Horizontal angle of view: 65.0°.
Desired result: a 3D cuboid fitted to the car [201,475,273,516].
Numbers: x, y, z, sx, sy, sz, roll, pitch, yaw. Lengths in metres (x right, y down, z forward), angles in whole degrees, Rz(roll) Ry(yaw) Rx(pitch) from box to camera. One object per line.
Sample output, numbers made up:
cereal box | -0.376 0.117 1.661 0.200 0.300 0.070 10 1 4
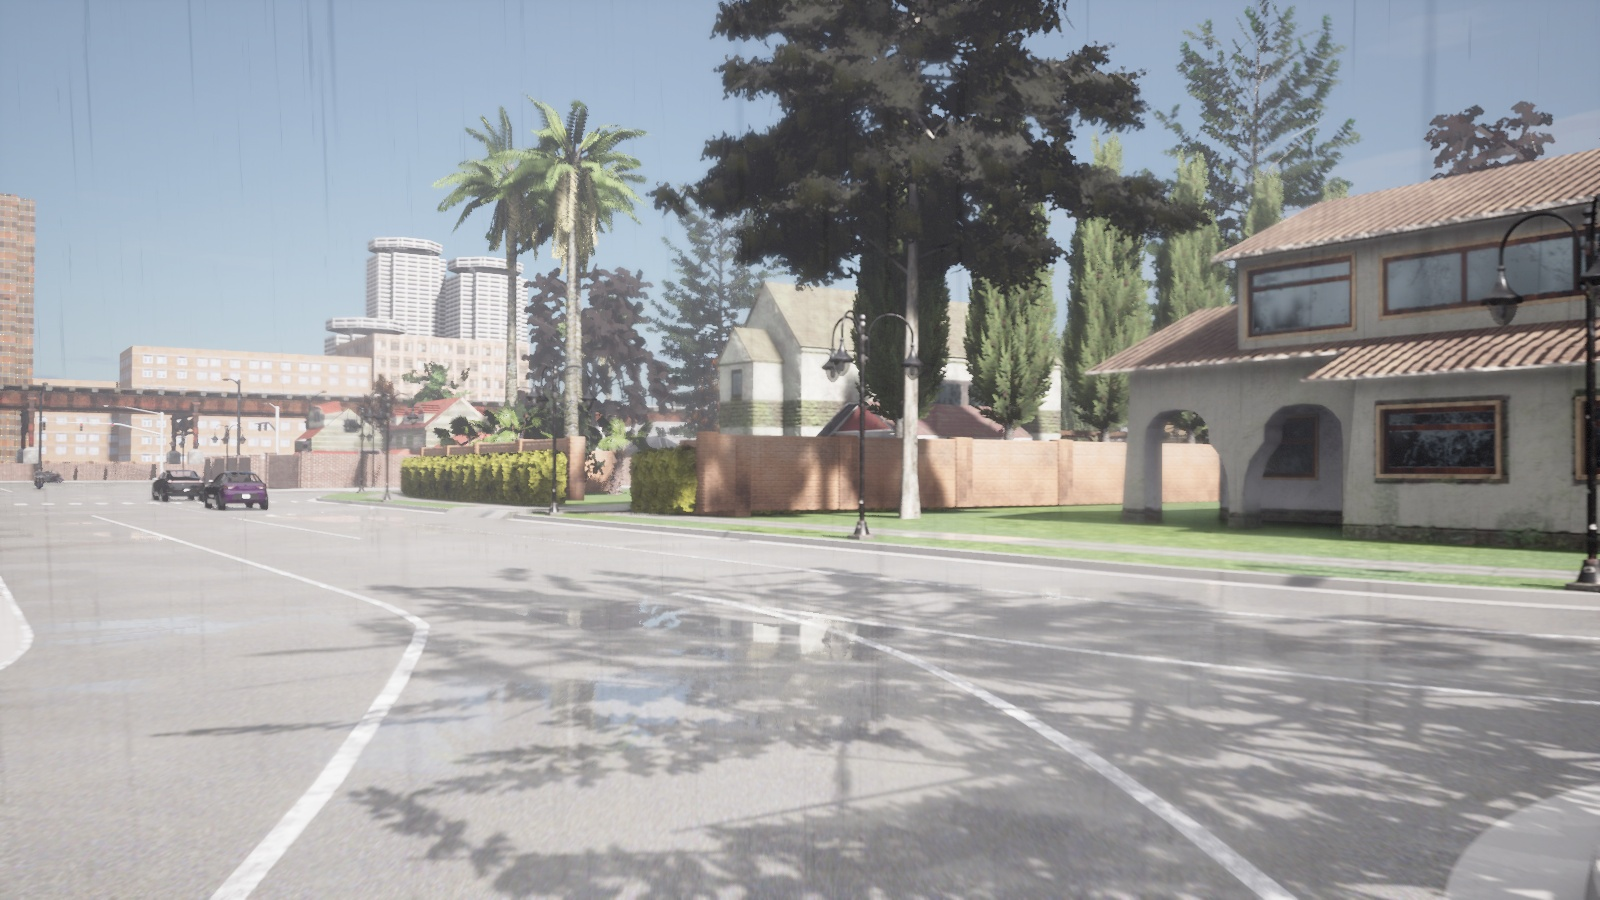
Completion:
car | -21.902 1.732 48.777 1.816 1.474 4.193 0 -1 -34

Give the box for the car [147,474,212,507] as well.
car | -29.938 1.903 60.530 2.128 1.511 4.902 0 -1 -34
